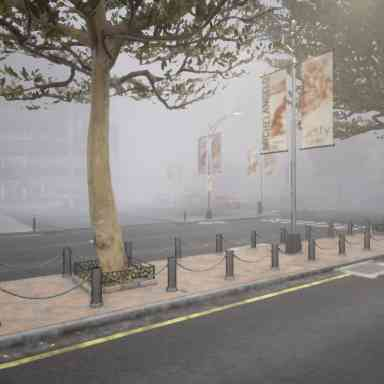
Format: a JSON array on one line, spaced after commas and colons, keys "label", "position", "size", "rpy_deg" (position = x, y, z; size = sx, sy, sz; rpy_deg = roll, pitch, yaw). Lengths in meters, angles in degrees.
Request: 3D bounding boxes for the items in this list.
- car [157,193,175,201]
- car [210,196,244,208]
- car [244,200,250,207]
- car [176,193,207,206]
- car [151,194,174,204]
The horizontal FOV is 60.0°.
[{"label": "car", "position": [-5.085, 1.221, 67.868], "size": [5.566, 2.045, 2.150], "rpy_deg": [0, 0, 45]}, {"label": "car", "position": [4.916, 1.352, 48.874], "size": [2.097, 1.767, 4.553], "rpy_deg": [0, 0, -35]}, {"label": "car", "position": [6.980, 1.526, 52.017], "size": [1.812, 1.442, 4.674], "rpy_deg": [0, 0, -36]}, {"label": "car", "position": [-0.178, 1.352, 55.955], "size": [2.097, 1.767, 4.553], "rpy_deg": [0, 0, -36]}, {"label": "car", "position": [-6.081, 1.564, 63.566], "size": [1.994, 1.385, 4.181], "rpy_deg": [0, 0, -42]}]
